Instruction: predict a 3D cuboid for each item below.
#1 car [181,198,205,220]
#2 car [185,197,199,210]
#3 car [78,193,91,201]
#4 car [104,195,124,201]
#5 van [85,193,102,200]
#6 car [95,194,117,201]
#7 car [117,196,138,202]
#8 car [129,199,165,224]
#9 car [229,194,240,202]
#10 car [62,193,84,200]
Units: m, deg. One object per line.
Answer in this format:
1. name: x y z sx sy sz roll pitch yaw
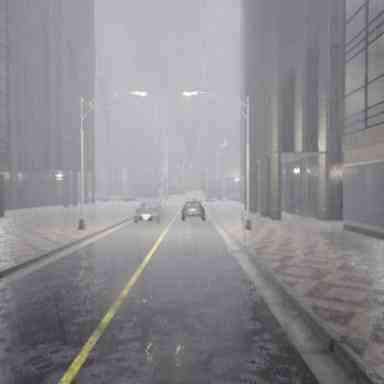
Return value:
1. car: 0.099 1.434 28.326 2.033 1.649 4.856 0 1 0
2. car: 0.040 1.524 45.152 1.837 1.490 4.892 0 0 1
3. car: -25.962 1.386 79.291 5.009 1.841 2.192 0 1 0
4. car: -20.621 1.502 87.836 4.829 1.417 1.752 0 1 0
5. van: -25.974 1.295 87.820 3.998 1.788 1.690 0 1 0
6. car: -20.438 1.645 79.310 4.403 1.369 2.008 0 1 0
7. car: -14.913 1.663 79.327 4.507 1.381 1.887 0 1 0
8. car: -3.093 1.492 24.717 2.128 1.511 4.902 0 0 0
9. car: 12.129 1.561 79.403 5.009 1.841 2.192 0 0 0
10. car: -31.499 1.246 87.804 5.009 1.841 2.192 0 1 0
